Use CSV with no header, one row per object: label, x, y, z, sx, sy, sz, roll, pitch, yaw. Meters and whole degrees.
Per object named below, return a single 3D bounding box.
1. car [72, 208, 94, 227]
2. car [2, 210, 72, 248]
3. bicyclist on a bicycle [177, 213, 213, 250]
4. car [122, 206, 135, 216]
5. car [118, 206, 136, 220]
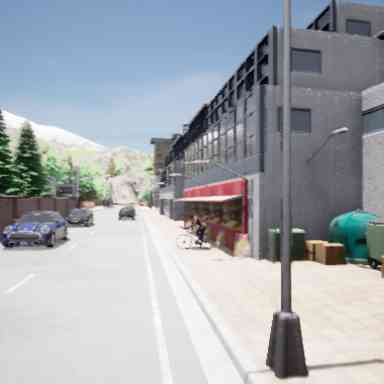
car,-9.852,2.243,29.341,1.837,1.490,4.892,1,-1,-9
car,-7.828,1.768,17.012,2.097,1.767,4.553,1,-2,-9
bicyclist on a bicycle,0.135,1.737,14.684,1.656,1.620,0.582,1,-2,-9
car,-9.593,2.836,50.417,1.837,1.490,4.892,1,-2,-9
car,-7.897,2.568,40.152,1.837,1.490,4.892,1,-1,-10
